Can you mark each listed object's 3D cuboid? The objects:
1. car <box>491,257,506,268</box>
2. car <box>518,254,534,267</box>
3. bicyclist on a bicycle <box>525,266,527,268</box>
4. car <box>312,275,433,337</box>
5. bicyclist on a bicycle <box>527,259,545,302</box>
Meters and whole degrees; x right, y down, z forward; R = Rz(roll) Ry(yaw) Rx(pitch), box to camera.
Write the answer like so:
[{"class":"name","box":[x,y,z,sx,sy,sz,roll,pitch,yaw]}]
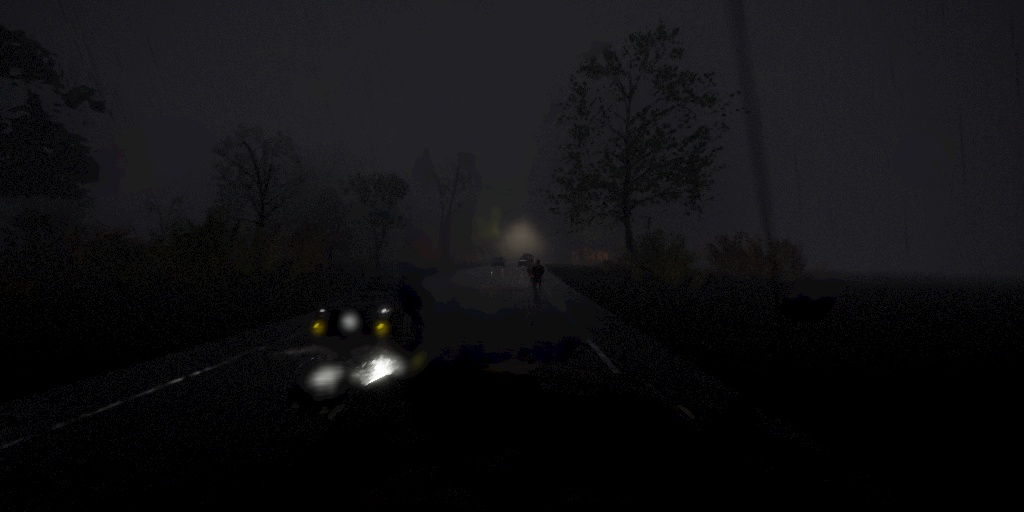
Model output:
[{"class":"car","box":[-1.914,0.877,52.174,1.837,1.490,4.892,0,1,4]},{"class":"car","box":[1.889,0.865,54.690,2.128,1.511,4.902,0,0,4]},{"class":"bicyclist on a bicycle","box":[1.327,0.993,24.581,0.866,1.612,1.509,0,0,1]},{"class":"car","box":[-3.532,1.231,9.846,1.994,1.385,4.181,0,1,1]},{"class":"bicyclist on a bicycle","box":[1.089,1.001,15.019,0.659,1.776,1.843,0,1,1]}]
